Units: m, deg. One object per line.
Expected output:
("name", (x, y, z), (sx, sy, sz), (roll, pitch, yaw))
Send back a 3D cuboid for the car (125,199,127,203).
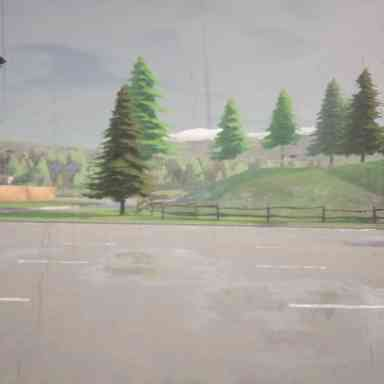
("car", (-13.377, 1.189, 60.809), (1.994, 1.385, 4.181), (1, 0, -31))
